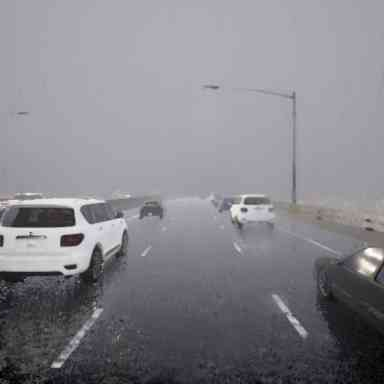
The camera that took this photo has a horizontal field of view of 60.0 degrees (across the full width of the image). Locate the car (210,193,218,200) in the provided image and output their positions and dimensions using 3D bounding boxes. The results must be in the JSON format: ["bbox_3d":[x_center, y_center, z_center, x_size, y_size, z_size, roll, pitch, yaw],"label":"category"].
[{"bbox_3d":[5.866,1.168,90.161,2.150,2.045,5.566,0,0,3],"label":"car"}]

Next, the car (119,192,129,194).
[{"bbox_3d":[-15.800,0.980,76.881,2.150,2.045,5.566,0,0,2],"label":"car"}]

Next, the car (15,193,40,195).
[{"bbox_3d":[-17.247,1.139,34.291,2.150,2.045,5.566,0,0,1],"label":"car"}]

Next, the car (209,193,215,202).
[{"bbox_3d":[4.459,1.411,57.422,2.163,1.488,4.792,0,0,2],"label":"car"}]

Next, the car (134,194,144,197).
[{"bbox_3d":[-12.302,1.256,76.753,1.837,1.490,4.892,0,0,2],"label":"car"}]

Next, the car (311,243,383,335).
[{"bbox_3d":[3.594,1.530,5.217,2.033,1.411,5.357,0,0,1],"label":"car"}]

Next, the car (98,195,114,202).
[{"bbox_3d":[-19.375,1.383,75.254,2.128,1.511,4.902,0,0,2],"label":"car"}]

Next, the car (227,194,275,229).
[{"bbox_3d":[3.737,1.164,21.242,2.150,2.045,5.566,0,0,1],"label":"car"}]

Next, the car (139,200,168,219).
[{"bbox_3d":[-3.169,1.434,27.736,1.837,1.490,4.892,0,0,1],"label":"car"}]

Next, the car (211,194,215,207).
[{"bbox_3d":[4.128,1.416,46.504,2.163,1.488,4.792,0,0,2],"label":"car"}]

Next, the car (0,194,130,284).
[{"bbox_3d":[-3.367,1.191,9.653,2.150,2.045,5.566,0,0,0],"label":"car"}]

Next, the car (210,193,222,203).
[{"bbox_3d":[4.859,1.132,68.338,2.150,2.045,5.566,0,0,2],"label":"car"}]

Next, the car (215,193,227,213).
[{"bbox_3d":[3.867,1.272,35.525,2.097,1.767,4.553,0,0,1],"label":"car"}]
